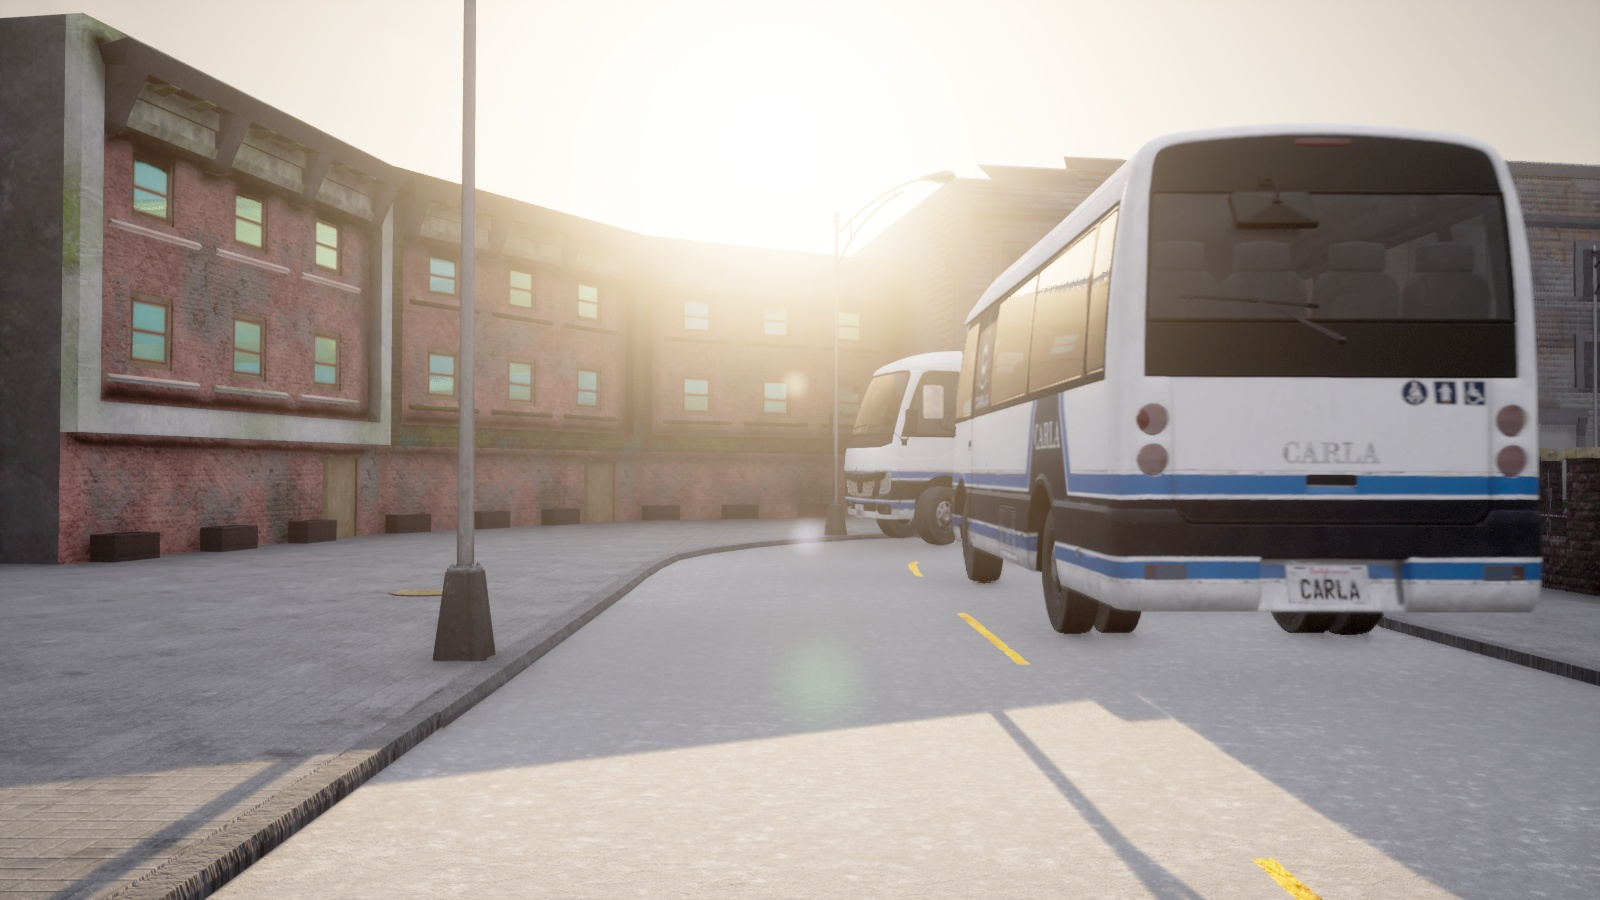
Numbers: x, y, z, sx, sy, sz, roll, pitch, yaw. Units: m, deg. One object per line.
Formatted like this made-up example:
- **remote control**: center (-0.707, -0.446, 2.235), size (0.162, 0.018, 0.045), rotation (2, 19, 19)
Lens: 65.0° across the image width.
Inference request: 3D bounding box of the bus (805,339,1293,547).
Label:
- **bus**: center (5.595, -0.111, 28.837), size (10.273, 4.253, 3.944), rotation (0, -1, -14)

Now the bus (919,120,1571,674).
- **bus**: center (3.907, -0.330, 14.796), size (3.944, 4.253, 10.273), rotation (0, -1, 0)
